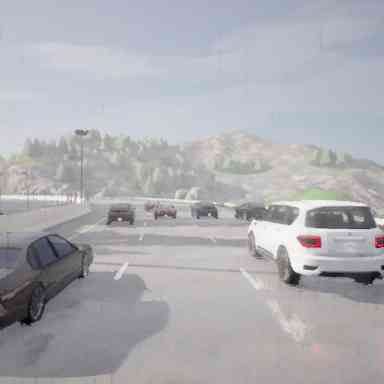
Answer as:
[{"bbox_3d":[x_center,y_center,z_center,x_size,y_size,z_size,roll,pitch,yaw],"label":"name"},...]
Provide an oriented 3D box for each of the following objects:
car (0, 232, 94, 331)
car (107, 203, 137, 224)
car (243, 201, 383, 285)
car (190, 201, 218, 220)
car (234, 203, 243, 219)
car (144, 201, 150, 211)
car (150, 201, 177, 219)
[{"bbox_3d":[-3.619,1.573,7.061,2.033,1.411,5.357,0,0,-2],"label":"car"},{"bbox_3d":[-5.349,1.598,25.384,1.837,1.490,4.892,0,0,-8],"label":"car"},{"bbox_3d":[3.235,1.256,9.773,2.150,2.045,5.566,0,0,-3],"label":"car"},{"bbox_3d":[1.043,1.611,29.933,1.837,1.490,4.892,0,0,-9],"label":"car"},{"bbox_3d":[4.904,1.604,27.794,1.837,1.490,4.892,0,0,-8],"label":"car"},{"bbox_3d":[-5.028,1.752,42.464,1.895,1.301,4.718,0,0,-13],"label":"car"},{"bbox_3d":[-2.569,1.709,30.281,1.895,1.301,4.718,0,0,-9],"label":"car"}]
